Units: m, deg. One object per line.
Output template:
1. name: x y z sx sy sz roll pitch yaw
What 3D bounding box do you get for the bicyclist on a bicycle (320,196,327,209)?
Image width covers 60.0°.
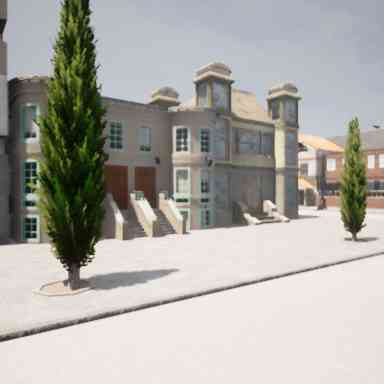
1. bicyclist on a bicycle: 16.051 1.301 40.716 1.656 1.620 0.582 0 0 -35
